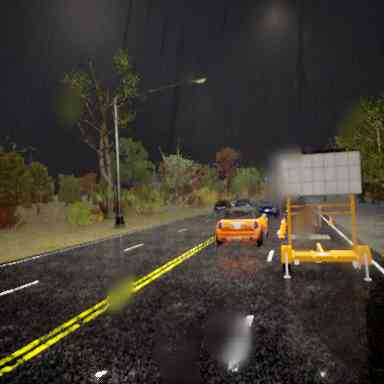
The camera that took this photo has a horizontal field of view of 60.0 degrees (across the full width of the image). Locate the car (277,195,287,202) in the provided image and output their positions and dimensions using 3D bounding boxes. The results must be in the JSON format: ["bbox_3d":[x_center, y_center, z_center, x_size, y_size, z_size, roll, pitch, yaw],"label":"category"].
[{"bbox_3d":[19.369,1.190,71.308,2.150,2.045,5.566,-3,0,18],"label":"car"}]

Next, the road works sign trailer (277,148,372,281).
[{"bbox_3d":[3.911,0.529,10.202,2.380,3.560,2.880,-3,-1,17],"label":"road works sign trailer"}]

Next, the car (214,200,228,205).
[{"bbox_3d":[4.143,1.895,44.613,1.837,1.490,4.892,-3,-1,17],"label":"car"}]

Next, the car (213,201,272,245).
[{"bbox_3d":[2.616,1.546,16.688,2.097,1.767,4.553,-3,0,17],"label":"car"}]

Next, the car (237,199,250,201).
[{"bbox_3d":[6.143,1.614,40.106,2.097,1.767,4.553,-3,-1,17],"label":"car"}]

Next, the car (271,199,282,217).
[{"bbox_3d":[7.650,1.697,33.195,1.994,1.385,4.181,-3,-1,17],"label":"car"}]
